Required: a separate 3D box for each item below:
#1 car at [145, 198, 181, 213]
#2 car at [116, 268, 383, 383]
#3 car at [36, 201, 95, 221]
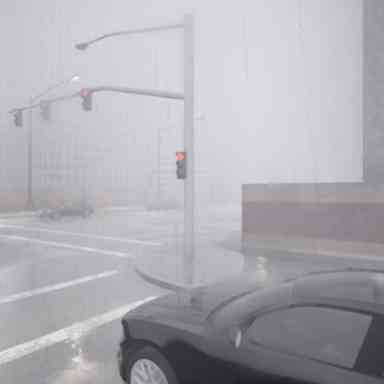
[{"bbox_3d":[-3.186,1.505,37.582,1.837,1.490,4.892,0,1,36],"label":"car"},{"bbox_3d":[1.434,1.478,2.983,5.008,1.535,1.882,0,0,37],"label":"car"},{"bbox_3d":[-10.418,1.495,27.641,2.128,1.511,4.902,0,0,34],"label":"car"}]
